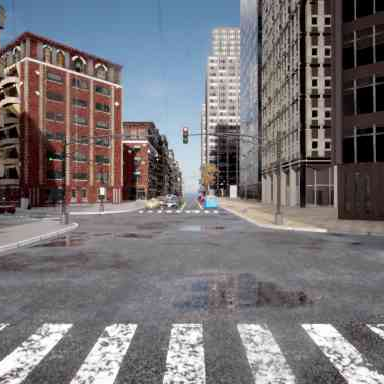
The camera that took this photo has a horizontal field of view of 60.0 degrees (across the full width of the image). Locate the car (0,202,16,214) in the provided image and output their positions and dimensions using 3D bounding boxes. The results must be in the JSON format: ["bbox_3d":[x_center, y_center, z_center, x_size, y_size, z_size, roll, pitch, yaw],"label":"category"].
[{"bbox_3d":[-21.145,1.790,36.464,4.718,1.301,1.895,-1,-1,41],"label":"car"}]

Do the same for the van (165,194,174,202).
[{"bbox_3d":[-5.311,1.474,79.105,1.690,1.788,3.998,0,0,0],"label":"van"}]

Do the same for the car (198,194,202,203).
[{"bbox_3d":[2.569,1.645,68.001,1.887,1.381,4.507,0,0,0],"label":"car"}]

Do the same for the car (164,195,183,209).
[{"bbox_3d":[-2.812,1.537,45.981,2.128,1.511,4.902,0,0,2],"label":"car"}]

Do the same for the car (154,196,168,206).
[{"bbox_3d":[-5.311,1.510,56.897,1.967,1.590,4.097,0,0,0],"label":"car"}]

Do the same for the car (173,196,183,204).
[{"bbox_3d":[-2.774,1.621,66.435,1.812,1.442,4.674,0,0,1],"label":"car"}]

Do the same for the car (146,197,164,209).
[{"bbox_3d":[-5.311,1.570,45.621,1.752,1.417,4.829,0,0,0],"label":"car"}]

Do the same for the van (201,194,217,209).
[{"bbox_3d":[2.570,1.386,45.791,1.690,1.788,3.998,0,0,0],"label":"van"}]

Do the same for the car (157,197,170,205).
[{"bbox_3d":[-5.312,1.651,62.449,1.947,1.339,4.313,0,0,0],"label":"car"}]
